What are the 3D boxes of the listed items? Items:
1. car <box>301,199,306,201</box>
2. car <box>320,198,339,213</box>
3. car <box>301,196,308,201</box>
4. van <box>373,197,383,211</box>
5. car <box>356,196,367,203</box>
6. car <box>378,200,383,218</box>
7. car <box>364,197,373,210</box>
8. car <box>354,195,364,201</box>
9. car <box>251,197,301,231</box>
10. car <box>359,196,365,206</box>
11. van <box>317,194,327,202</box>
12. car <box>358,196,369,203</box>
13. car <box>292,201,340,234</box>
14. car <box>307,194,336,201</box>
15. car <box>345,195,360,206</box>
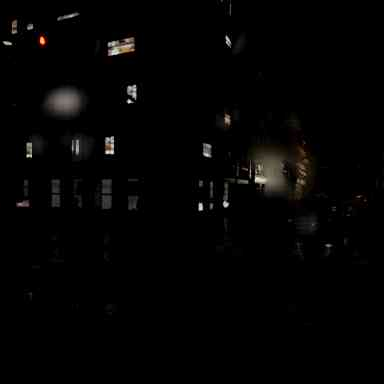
[{"bbox_3d":[7.380,1.501,25.621,1.887,1.381,4.507,1,0,24],"label":"car"},{"bbox_3d":[15.767,1.501,38.069,1.812,1.442,4.674,1,0,24],"label":"car"},{"bbox_3d":[11.921,1.495,35.754,1.887,1.381,4.507,1,0,24],"label":"car"},{"bbox_3d":[19.115,1.374,32.530,1.690,1.788,3.998,1,0,24],"label":"van"},{"bbox_3d":[37.277,1.542,73.064,1.887,1.381,4.507,1,0,24],"label":"car"},{"bbox_3d":[16.841,1.619,27.465,1.802,1.307,4.206,1,0,24],"label":"car"},{"bbox_3d":[23.654,1.466,42.664,1.967,1.590,4.097,1,0,24],"label":"car"},{"bbox_3d":[41.818,1.536,83.197,2.008,1.369,4.403,1,0,24],"label":"car"},{"bbox_3d":[5.112,1.274,20.553,2.192,1.841,5.009,1,0,24],"label":"car"},{"bbox_3d":[28.194,1.569,52.798,2.008,1.369,4.403,1,0,24],"label":"car"},{"bbox_3d":[27.818,1.261,71.218,1.690,1.788,3.998,1,0,24],"label":"van"},{"bbox_3d":[35.006,1.548,67.997,1.887,1.381,4.507,1,0,24],"label":"car"},{"bbox_3d":[7.341,1.490,19.400,1.837,1.490,4.892,1,0,26],"label":"car"},{"bbox_3d":[11.505,1.332,28.737,2.097,1.767,4.553,1,0,24],"label":"car"},{"bbox_3d":[26.237,1.468,54.705,1.882,1.535,5.008,1,0,24],"label":"car"}]
